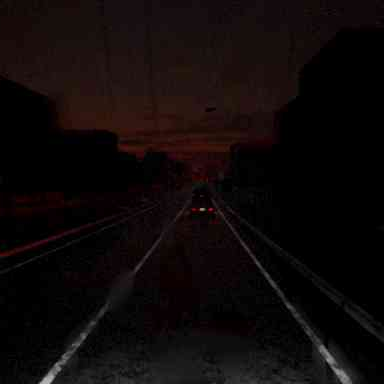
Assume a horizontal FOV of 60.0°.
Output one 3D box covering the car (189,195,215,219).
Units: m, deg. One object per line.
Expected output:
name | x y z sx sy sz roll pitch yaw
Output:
car | 0.749 1.186 25.063 2.033 1.411 5.357 0 1 2

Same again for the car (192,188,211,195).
car | 1.185 0.471 40.659 2.150 2.045 5.566 0 2 2
